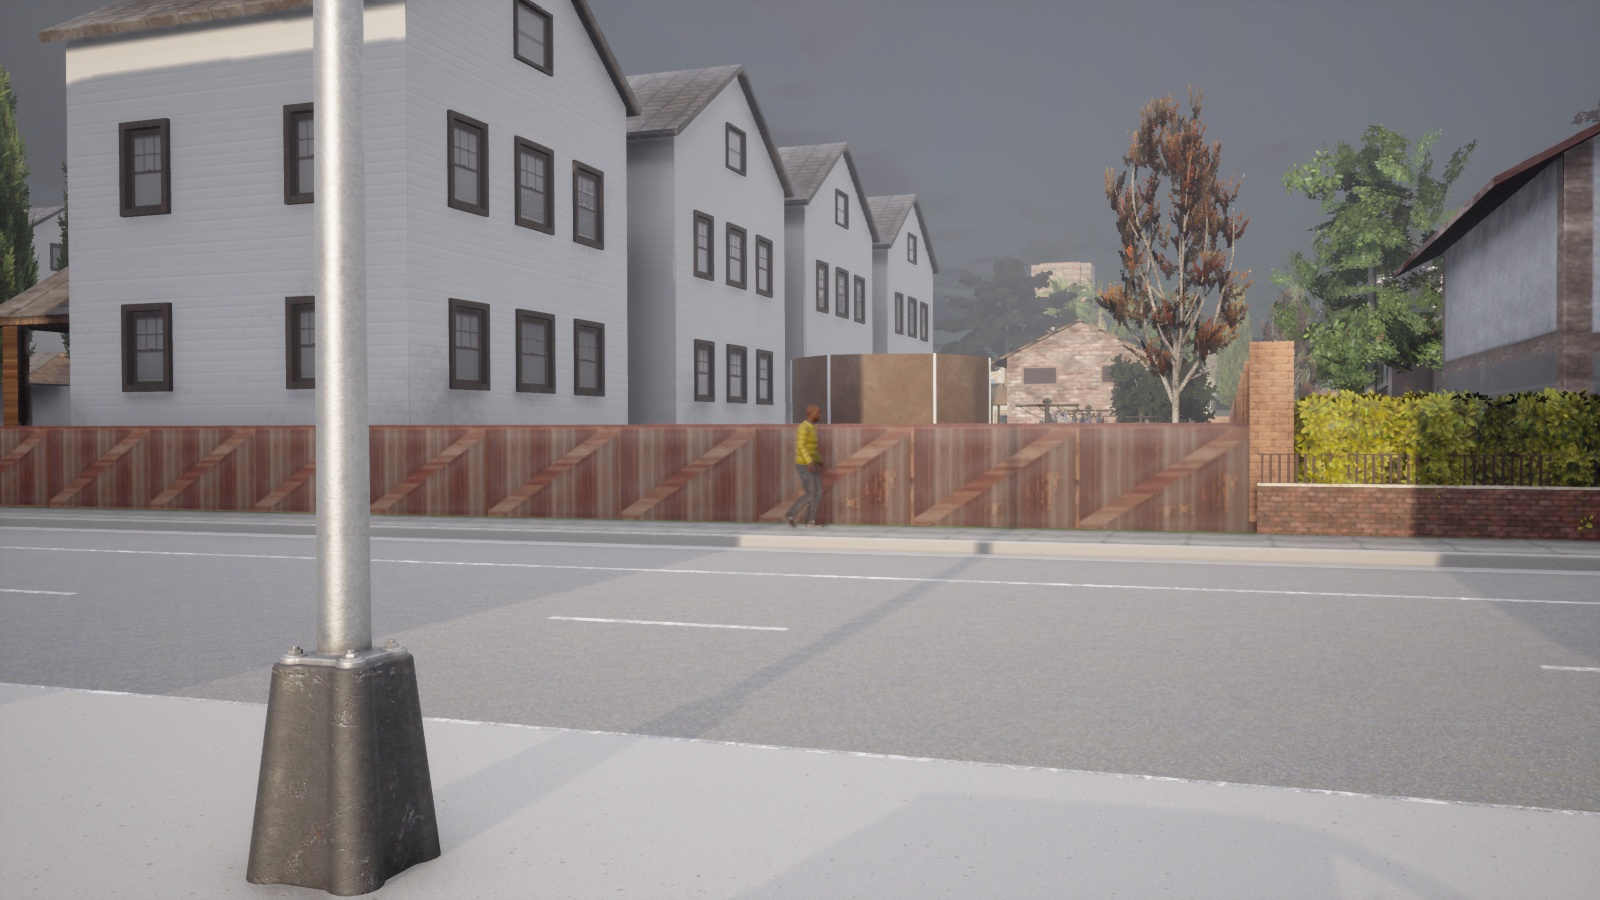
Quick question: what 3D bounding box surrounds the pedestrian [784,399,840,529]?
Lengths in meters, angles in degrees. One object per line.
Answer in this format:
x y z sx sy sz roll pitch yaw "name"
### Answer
0.173 0.193 18.052 0.726 1.835 0.370 1 1 19 "pedestrian"
